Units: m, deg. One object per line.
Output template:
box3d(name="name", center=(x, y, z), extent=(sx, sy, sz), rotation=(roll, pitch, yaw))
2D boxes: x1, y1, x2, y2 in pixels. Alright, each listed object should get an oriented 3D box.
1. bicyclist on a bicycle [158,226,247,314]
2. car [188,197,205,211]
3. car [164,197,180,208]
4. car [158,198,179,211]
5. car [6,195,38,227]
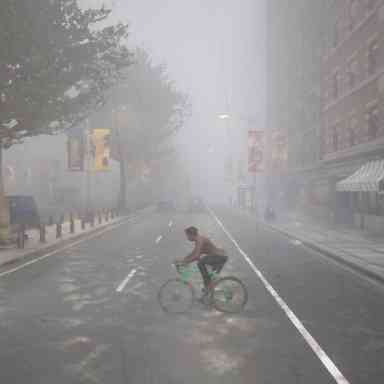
box3d(name="bicyclist on a bicycle", center=(0.179, 1.454, 6.104), extent=(1.656, 1.620, 0.582), rotation=(-2, 0, 1))
box3d(name="car", center=(0.532, 1.601, 39.787), extent=(1.895, 1.301, 4.718), rotation=(0, 0, 1))
box3d(name="car", center=(-2.953, 1.547, 49.672), extent=(2.033, 1.411, 5.357), rotation=(0, 0, 1))
box3d(name="car", center=(-2.977, 1.478, 39.862), extent=(1.882, 1.535, 5.008), rotation=(0, 0, 1))
box3d(name="car", center=(-11.381, 1.224, 20.040), extent=(2.150, 2.045, 5.566), rotation=(0, 0, 1))
